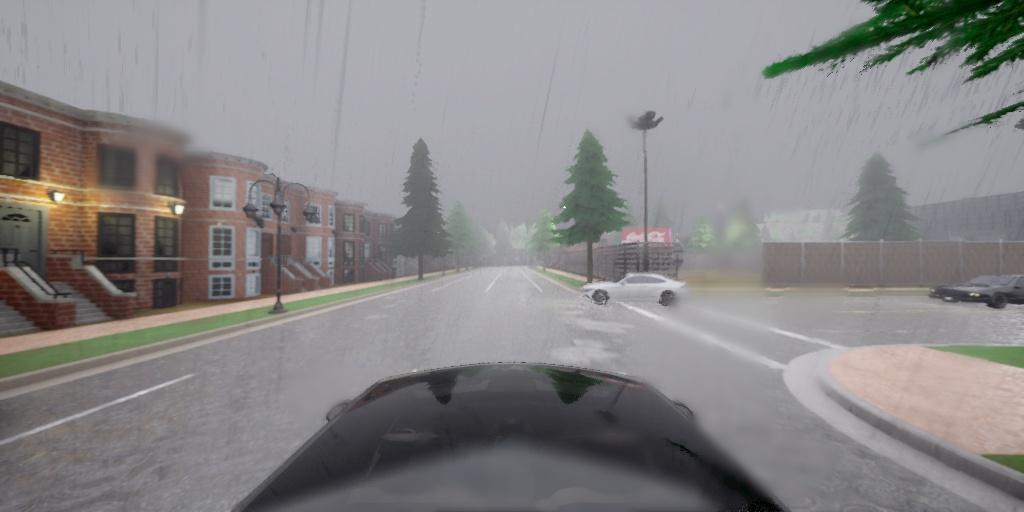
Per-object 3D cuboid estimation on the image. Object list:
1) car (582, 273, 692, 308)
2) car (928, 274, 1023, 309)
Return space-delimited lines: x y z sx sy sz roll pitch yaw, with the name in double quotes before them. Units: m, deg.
"car" 5.574 1.488 16.305 4.674 1.442 1.812 0 0 10
"car" 21.764 1.505 15.653 5.357 1.411 2.033 0 -1 0
